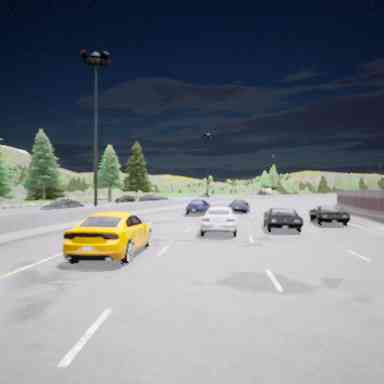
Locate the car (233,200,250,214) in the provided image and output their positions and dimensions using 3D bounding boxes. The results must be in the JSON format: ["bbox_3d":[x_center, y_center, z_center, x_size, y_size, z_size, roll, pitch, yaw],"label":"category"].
[{"bbox_3d":[4.997,1.497,34.904,1.994,1.385,4.181,0,0,15],"label":"car"}]

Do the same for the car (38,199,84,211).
[{"bbox_3d":[-11.092,1.408,28.420,1.837,1.490,4.892,0,0,12],"label":"car"}]

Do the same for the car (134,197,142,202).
[{"bbox_3d":[-8.129,1.187,61.510,2.097,1.767,4.553,0,0,23],"label":"car"}]

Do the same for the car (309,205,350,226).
[{"bbox_3d":[9.452,1.573,23.256,1.895,1.301,4.718,0,0,11],"label":"car"}]

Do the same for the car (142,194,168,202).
[{"bbox_3d":[-5.983,1.398,57.625,2.033,1.411,5.357,0,0,22],"label":"car"}]

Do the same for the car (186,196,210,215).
[{"bbox_3d":[0.672,1.453,32.167,1.812,1.442,4.674,0,0,13],"label":"car"}]

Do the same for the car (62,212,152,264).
[{"bbox_3d":[-2.724,1.443,11.790,1.882,1.535,5.008,0,0,5],"label":"car"}]

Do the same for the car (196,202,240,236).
[{"bbox_3d":[1.518,1.488,17.992,1.812,1.442,4.674,0,0,7],"label":"car"}]

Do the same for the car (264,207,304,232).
[{"bbox_3d":[5.308,1.569,19.859,1.895,1.301,4.718,0,0,9],"label":"car"}]

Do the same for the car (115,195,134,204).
[{"bbox_3d":[-12.187,1.330,60.905,1.837,1.490,4.892,0,0,22],"label":"car"}]
